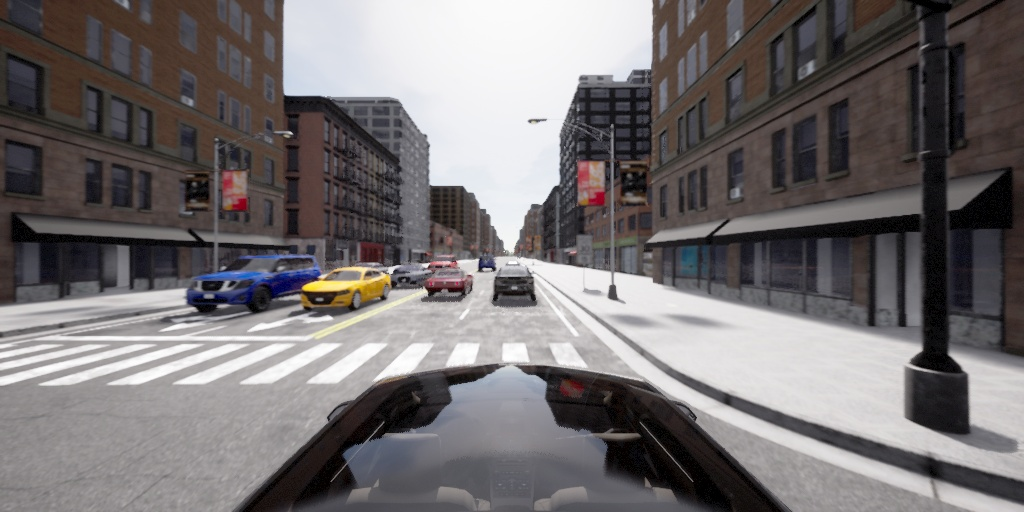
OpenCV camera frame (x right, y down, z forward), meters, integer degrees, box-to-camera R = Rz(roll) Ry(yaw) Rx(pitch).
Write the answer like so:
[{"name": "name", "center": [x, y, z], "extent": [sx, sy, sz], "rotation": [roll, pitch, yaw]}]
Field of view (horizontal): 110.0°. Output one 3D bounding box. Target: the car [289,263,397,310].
[{"name": "car", "center": [-6.596, 1.214, 14.789], "extent": [1.882, 1.535, 5.008], "rotation": [0, 0, 0]}]

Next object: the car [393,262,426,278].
[{"name": "car", "center": [-9.748, 1.316, 34.450], "extent": [1.895, 1.301, 4.718], "rotation": [0, 0, 0]}]

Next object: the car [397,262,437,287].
[{"name": "car", "center": [-6.577, 1.292, 23.783], "extent": [1.994, 1.385, 4.181], "rotation": [0, 0, 0]}]

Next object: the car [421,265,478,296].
[{"name": "car", "center": [-3.150, 1.334, 18.988], "extent": [1.895, 1.301, 4.718], "rotation": [0, 0, 0]}]

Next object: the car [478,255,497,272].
[{"name": "car", "center": [-3.211, 0.926, 46.591], "extent": [2.150, 2.045, 5.566], "rotation": [0, 0, 0]}]

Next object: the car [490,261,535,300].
[{"name": "car", "center": [0.101, 1.212, 17.765], "extent": [1.882, 1.535, 5.008], "rotation": [0, 0, 0]}]

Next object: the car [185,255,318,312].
[{"name": "car", "center": [-9.839, 0.958, 14.404], "extent": [2.150, 2.045, 5.566], "rotation": [0, 0, 0]}]

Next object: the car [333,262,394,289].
[{"name": "car", "center": [-9.820, 1.218, 24.216], "extent": [2.128, 1.511, 4.902], "rotation": [0, 0, 0]}]

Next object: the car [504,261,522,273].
[{"name": "car", "center": [0.102, 1.271, 43.492], "extent": [1.994, 1.385, 4.181], "rotation": [0, 0, 0]}]

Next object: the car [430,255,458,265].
[{"name": "car", "center": [-6.498, 0.937, 34.512], "extent": [2.150, 2.045, 5.566], "rotation": [0, 0, 0]}]
